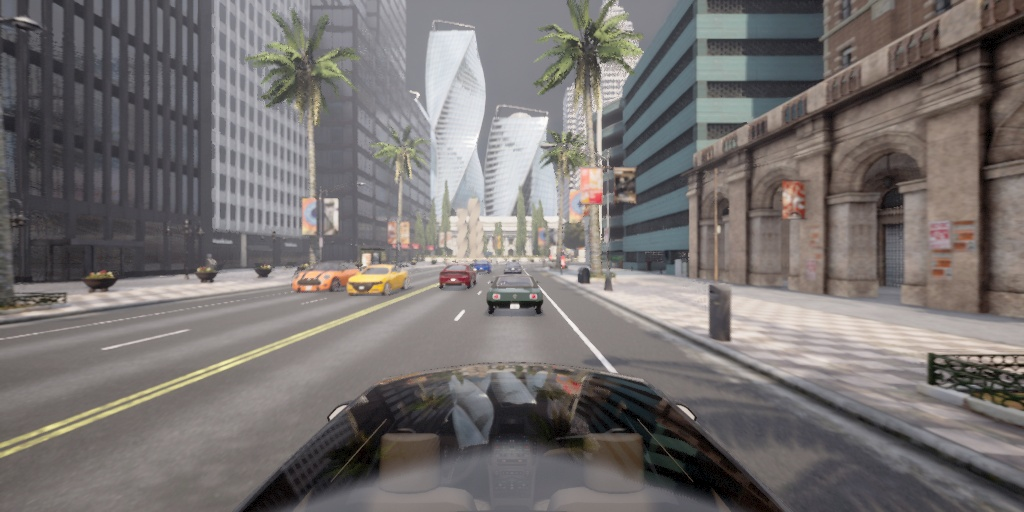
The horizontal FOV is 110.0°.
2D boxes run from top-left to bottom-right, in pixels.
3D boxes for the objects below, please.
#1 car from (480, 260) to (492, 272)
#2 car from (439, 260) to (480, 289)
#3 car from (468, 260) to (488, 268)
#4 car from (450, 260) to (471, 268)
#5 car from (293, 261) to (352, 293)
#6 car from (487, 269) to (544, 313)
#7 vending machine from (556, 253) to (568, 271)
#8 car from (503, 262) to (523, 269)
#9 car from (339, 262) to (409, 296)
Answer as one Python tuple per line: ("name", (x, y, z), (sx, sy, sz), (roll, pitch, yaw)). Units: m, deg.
("car", (-3.402, 1.229, 42.172), (1.882, 1.535, 5.008), (0, 0, 0))
("car", (-3.401, 1.228, 23.271), (1.882, 1.535, 5.008), (0, 0, 0))
("car", (-5.771, 1.353, 60.973), (1.895, 1.301, 4.718), (0, 0, 14))
("car", (-8.942, 1.353, 62.649), (1.895, 1.301, 4.718), (0, 0, 15))
("car", (-10.599, 1.103, 20.908), (2.097, 1.767, 4.553), (0, 0, 0))
("car", (0.100, 1.351, 13.888), (1.895, 1.301, 4.718), (0, 0, 0))
("vending machine", (7.801, 0.946, 55.926), (1.100, 2.100, 0.880), (0, 0, 10))
("car", (0.098, 1.298, 36.155), (2.033, 1.411, 5.357), (0, 0, 0))
("car", (-7.100, 1.228, 19.441), (1.882, 1.535, 5.008), (0, 0, 0))
